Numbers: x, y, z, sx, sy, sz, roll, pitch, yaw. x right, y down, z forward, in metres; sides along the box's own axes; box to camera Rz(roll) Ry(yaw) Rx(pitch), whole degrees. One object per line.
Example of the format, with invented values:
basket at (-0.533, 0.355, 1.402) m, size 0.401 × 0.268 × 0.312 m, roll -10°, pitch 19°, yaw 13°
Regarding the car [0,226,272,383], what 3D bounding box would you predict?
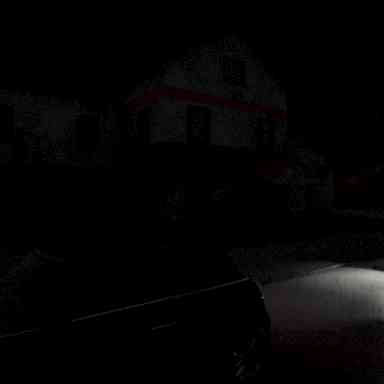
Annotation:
car at (-1.276, 1.351, 3.707) m, size 4.553 × 1.767 × 2.097 m, roll 0°, pitch 0°, yaw -34°
